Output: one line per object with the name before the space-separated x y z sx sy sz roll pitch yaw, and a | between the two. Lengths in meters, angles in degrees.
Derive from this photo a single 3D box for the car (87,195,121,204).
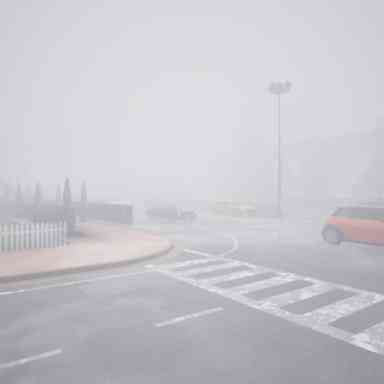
car | -9.995 1.372 36.408 1.895 1.301 4.718 0 2 -37

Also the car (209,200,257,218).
car | 3.596 1.464 30.079 1.882 1.535 5.008 0 0 -37

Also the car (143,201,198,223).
car | -1.615 1.593 25.362 1.895 1.301 4.718 0 0 -37

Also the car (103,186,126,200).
car | -11.998 0.413 50.748 1.812 1.442 4.674 0 5 -37

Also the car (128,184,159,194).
car | -8.556 0.050 57.927 2.033 1.411 5.357 0 6 -37

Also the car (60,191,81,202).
car | -16.510 0.622 45.090 1.994 1.385 4.181 0 5 -36

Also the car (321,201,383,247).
car | 7.616 1.348 13.224 2.097 1.767 4.553 0 0 -37

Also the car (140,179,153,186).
car | -10.505 -1.837 72.185 2.150 2.045 5.566 0 7 -37

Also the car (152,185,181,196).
car | -4.627 0.169 58.694 1.882 1.535 5.008 0 6 -37

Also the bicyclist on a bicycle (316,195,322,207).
bicyclist on a bicycle | 18.061 1.278 47.375 1.656 1.620 0.582 0 0 -37

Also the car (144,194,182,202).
car | -3.920 1.349 39.977 2.033 1.411 5.357 0 2 -37

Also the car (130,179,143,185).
car | -12.829 -1.496 69.603 1.882 1.535 5.008 0 7 -37

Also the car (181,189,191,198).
car | -2.129 0.114 61.194 1.882 1.535 5.008 0 6 -37

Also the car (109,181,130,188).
car | -14.820 -1.308 66.260 1.882 1.535 5.008 0 7 -37
